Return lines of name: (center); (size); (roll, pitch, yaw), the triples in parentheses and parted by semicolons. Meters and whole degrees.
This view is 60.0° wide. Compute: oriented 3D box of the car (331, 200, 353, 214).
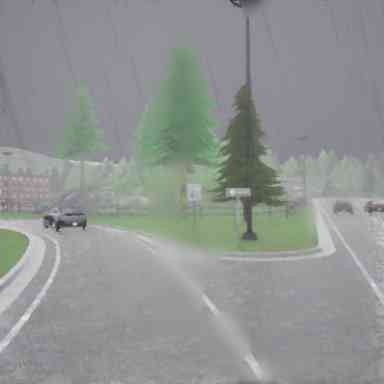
car: (16.768, 1.637, 37.120); (1.837, 1.490, 4.892); (-1, 0, 20)

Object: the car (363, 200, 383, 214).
car: (20.436, 1.627, 37.013); (1.812, 1.442, 4.674); (-1, 0, 20)

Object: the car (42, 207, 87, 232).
car: (-8.378, 1.709, 21.720); (2.128, 1.511, 4.902); (0, -1, -36)
